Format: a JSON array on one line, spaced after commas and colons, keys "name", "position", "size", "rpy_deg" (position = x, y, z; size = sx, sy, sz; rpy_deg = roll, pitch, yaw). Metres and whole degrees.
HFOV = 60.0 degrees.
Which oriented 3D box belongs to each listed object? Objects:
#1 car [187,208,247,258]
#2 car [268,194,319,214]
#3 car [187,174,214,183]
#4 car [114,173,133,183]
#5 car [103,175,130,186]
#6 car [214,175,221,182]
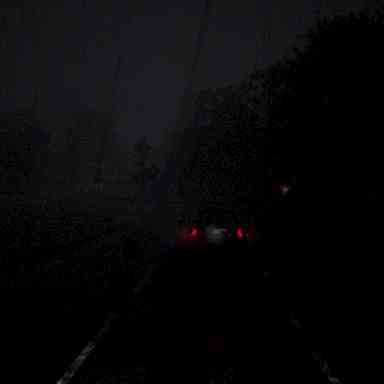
[{"name": "car", "position": [1.019, 1.423, 13.395], "size": [2.097, 1.767, 4.553], "rpy_deg": [1, 0, 5]}, {"name": "car", "position": [8.856, 0.918, 28.816], "size": [5.008, 1.535, 1.882], "rpy_deg": [-4, 6, -32]}, {"name": "car", "position": [1.378, -2.644, 67.202], "size": [4.892, 1.490, 1.837], "rpy_deg": [0, 4, 1]}, {"name": "car", "position": [-13.904, -2.614, 63.591], "size": [2.150, 2.045, 5.566], "rpy_deg": [4, 6, 43]}, {"name": "car", "position": [-13.658, -1.819, 58.653], "size": [1.994, 1.385, 4.181], "rpy_deg": [4, 7, 37]}, {"name": "car", "position": [3.653, -2.924, 70.263], "size": [4.892, 1.490, 1.837], "rpy_deg": [1, 5, 6]}]
